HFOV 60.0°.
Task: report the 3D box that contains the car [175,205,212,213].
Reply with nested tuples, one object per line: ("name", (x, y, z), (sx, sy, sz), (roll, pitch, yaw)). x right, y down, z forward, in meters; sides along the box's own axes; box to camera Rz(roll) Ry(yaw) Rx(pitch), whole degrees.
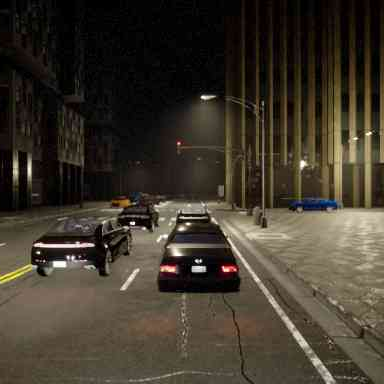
("car", (0.095, 1.476, 18.724), (2.128, 1.511, 4.902), (0, 0, 0))

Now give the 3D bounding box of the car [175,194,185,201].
("car", (-2.851, 1.317, 77.142), (2.128, 1.511, 4.902), (0, 0, 0))

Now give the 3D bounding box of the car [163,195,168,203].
("car", (-6.215, 1.450, 64.515), (1.895, 1.301, 4.718), (0, 0, 1))

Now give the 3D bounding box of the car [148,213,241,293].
("car", (0.145, 1.544, 8.980), (2.033, 1.411, 5.357), (0, 0, 0))

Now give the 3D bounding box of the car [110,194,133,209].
("car", (-9.620, 1.401, 44.479), (1.882, 1.535, 5.008), (0, 0, 0))

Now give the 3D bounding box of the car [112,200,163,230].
("car", (-3.052, 1.460, 19.631), (1.882, 1.535, 5.008), (0, 0, 0))

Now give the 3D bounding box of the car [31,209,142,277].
("car", (-3.099, 1.487, 10.255), (2.128, 1.511, 4.902), (0, 0, 0))

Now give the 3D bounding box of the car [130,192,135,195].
("car", (-9.544, 1.105, 56.224), (2.150, 2.045, 5.566), (0, 0, 1))

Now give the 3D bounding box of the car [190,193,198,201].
("car", (0.399, 1.291, 77.124), (1.837, 1.490, 4.892), (0, 0, 0))

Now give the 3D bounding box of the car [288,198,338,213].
("car", (12.715, 1.369, 35.075), (5.008, 1.535, 1.882), (0, 0, 1))

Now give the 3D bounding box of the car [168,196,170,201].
("car", (-6.114, 1.404, 74.856), (1.895, 1.301, 4.718), (0, 0, 0))

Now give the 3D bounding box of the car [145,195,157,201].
("car", (-9.354, 1.342, 76.571), (2.033, 1.411, 5.357), (0, 0, 0))

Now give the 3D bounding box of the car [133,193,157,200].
("car", (-6.208, 1.276, 44.195), (2.097, 1.767, 4.553), (0, 0, -3))

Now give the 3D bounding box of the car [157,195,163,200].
("car", (-6.317, 1.455, 53.836), (1.994, 1.385, 4.181), (0, 0, 0))

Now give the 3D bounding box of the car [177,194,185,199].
("car", (-2.796, 1.187, 87.594), (1.895, 1.301, 4.718), (0, 0, 0))

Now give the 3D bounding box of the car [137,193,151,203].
("car", (-9.441, 1.194, 66.271), (2.097, 1.767, 4.553), (0, 0, 1))

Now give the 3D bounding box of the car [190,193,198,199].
("car", (0.454, 1.117, 87.546), (2.128, 1.511, 4.902), (0, 0, 0))
